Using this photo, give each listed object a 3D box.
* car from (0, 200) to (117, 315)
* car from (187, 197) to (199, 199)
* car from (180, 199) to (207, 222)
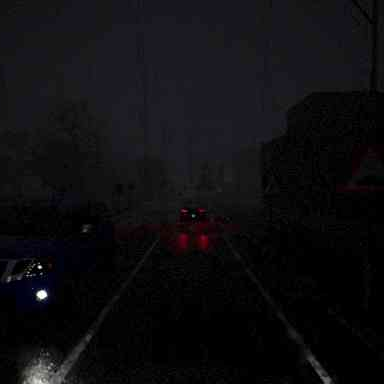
[{"bbox_3d":[-3.350,1.238,7.947,2.150,2.045,5.566,0,0,0],"label":"car"},{"bbox_3d":[0.186,1.332,39.821,2.128,1.511,4.902,0,0,2],"label":"car"},{"bbox_3d":[0.098,1.439,24.691,1.812,1.442,4.674,0,-1,0],"label":"car"}]
